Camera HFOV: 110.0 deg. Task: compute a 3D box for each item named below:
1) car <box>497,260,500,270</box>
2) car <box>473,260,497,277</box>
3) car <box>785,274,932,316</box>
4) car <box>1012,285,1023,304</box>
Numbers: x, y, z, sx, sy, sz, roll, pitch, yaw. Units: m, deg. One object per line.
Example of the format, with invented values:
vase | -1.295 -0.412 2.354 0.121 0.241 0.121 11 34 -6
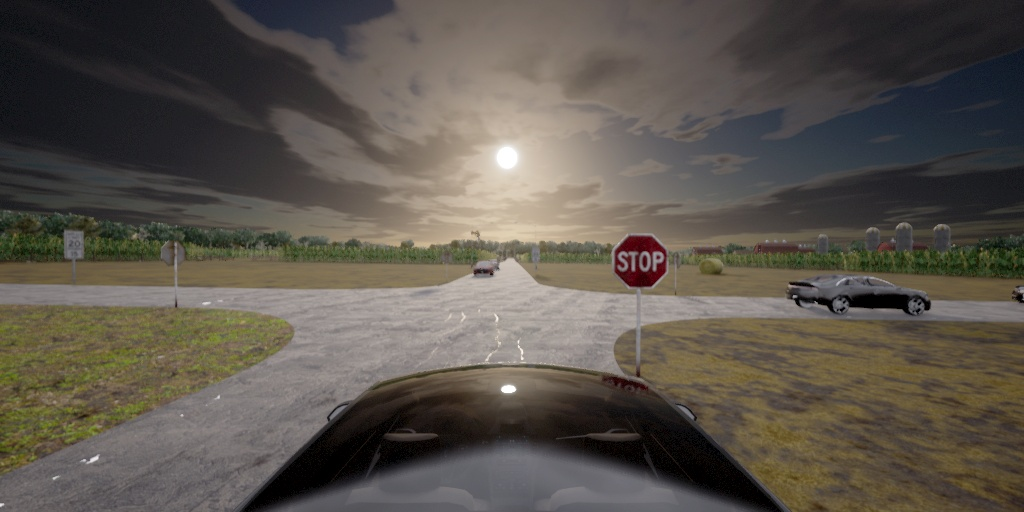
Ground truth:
car | -2.812 1.295 52.374 2.128 1.511 4.902 0 0 0
car | -2.830 1.233 36.593 1.882 1.535 5.008 0 0 0
car | 13.902 1.504 14.527 4.902 1.511 2.128 1 0 0
car | 27.485 1.718 17.364 4.902 1.511 2.128 1 0 0
